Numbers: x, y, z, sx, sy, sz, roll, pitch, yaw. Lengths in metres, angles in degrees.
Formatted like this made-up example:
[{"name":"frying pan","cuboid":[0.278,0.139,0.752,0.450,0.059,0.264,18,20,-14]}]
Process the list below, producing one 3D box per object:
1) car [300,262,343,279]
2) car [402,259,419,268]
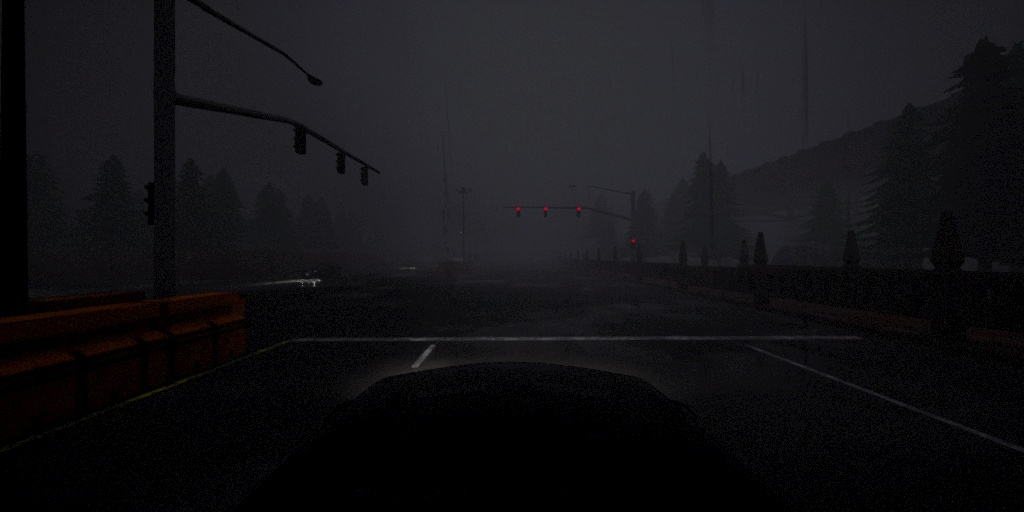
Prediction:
[{"name":"car","cuboid":[-17.522,1.296,33.175,2.128,1.511,4.902,0,1,0]},{"name":"car","cuboid":[-17.528,1.266,62.213,1.882,1.535,5.008,0,1,0]}]
